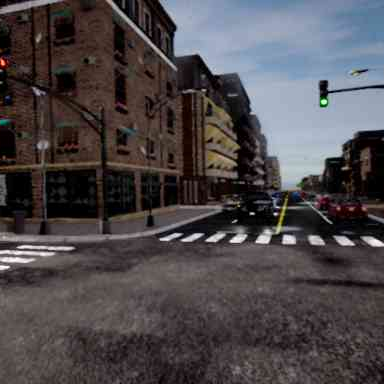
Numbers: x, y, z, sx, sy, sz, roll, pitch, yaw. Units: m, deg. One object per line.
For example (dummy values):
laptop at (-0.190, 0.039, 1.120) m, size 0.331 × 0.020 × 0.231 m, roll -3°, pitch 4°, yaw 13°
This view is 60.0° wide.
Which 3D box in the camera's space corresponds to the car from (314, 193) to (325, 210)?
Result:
car at (13.385, 1.046, 32.851) m, size 1.802 × 1.307 × 4.206 m, roll -2°, pitch 0°, yaw 16°

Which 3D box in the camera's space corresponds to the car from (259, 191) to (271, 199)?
car at (14.974, 0.624, 67.993) m, size 1.967 × 1.590 × 4.097 m, roll -2°, pitch 0°, yaw 16°

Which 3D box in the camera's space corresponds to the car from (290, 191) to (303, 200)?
car at (18.524, 0.717, 59.548) m, size 2.033 × 1.411 × 5.357 m, roll -1°, pitch 0°, yaw 16°

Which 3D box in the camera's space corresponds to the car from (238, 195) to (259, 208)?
car at (6.948, 1.086, 40.668) m, size 2.008 × 1.369 × 4.403 m, roll -2°, pitch 0°, yaw 16°

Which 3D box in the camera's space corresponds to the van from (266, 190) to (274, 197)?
van at (19.790, 0.323, 84.388) m, size 1.690 × 1.788 × 3.998 m, roll -2°, pitch 0°, yaw 16°

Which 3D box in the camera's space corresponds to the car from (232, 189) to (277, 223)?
car at (4.476, 0.937, 23.067) m, size 2.150 × 2.045 × 5.566 m, roll -1°, pitch 0°, yaw 17°

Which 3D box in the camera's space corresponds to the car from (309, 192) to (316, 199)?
car at (14.990, 0.942, 38.316) m, size 2.008 × 1.369 × 4.403 m, roll -2°, pitch 0°, yaw 16°

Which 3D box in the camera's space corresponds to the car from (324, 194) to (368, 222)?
car at (10.169, 1.050, 21.919) m, size 1.967 × 1.590 × 4.097 m, roll -2°, pitch 0°, yaw 16°

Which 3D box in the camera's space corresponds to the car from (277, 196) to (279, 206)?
car at (7.236, 1.116, 32.447) m, size 1.812 × 1.442 × 4.674 m, roll -1°, pitch 0°, yaw 17°

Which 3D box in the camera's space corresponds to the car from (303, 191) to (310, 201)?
car at (19.808, 0.728, 54.712) m, size 2.008 × 1.369 × 4.403 m, roll -2°, pitch 0°, yaw 16°

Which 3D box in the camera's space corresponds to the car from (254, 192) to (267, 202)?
car at (11.717, 0.849, 56.901) m, size 1.752 × 1.417 × 4.829 m, roll -2°, pitch 0°, yaw 16°

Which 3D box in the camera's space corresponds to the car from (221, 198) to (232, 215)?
car at (3.736, 1.231, 29.738) m, size 2.008 × 1.369 × 4.403 m, roll -2°, pitch 0°, yaw 16°

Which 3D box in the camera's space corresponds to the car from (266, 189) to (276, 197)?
car at (21.394, 0.231, 89.852) m, size 2.192 × 1.841 × 5.009 m, roll -2°, pitch 0°, yaw 16°
